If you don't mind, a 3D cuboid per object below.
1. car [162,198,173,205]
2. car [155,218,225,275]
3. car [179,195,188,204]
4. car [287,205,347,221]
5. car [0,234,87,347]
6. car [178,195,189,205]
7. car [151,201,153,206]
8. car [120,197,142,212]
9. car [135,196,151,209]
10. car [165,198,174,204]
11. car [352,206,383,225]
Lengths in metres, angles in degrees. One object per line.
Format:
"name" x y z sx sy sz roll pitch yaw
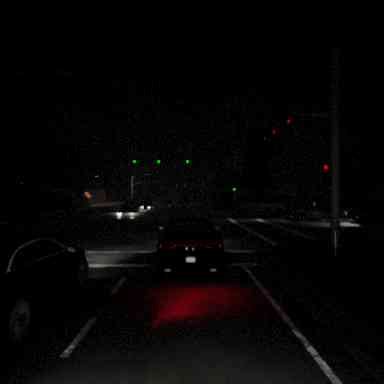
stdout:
"car" -5.335 2.094 71.801 2.128 1.511 4.902 0 0 -1
"car" -0.075 1.565 10.796 1.882 1.535 5.008 0 0 -1
"car" -2.087 1.876 81.906 2.150 2.045 5.566 0 0 -1
"car" 10.901 1.833 29.263 4.718 1.301 1.895 0 0 -2
"car" -3.490 1.544 6.371 2.128 1.511 4.902 0 0 -1
"car" -1.818 1.790 71.173 2.150 2.045 5.566 0 0 -1
"car" -8.678 2.074 64.106 1.994 1.385 4.181 0 0 -1
"car" -8.255 1.829 44.052 1.882 1.535 5.008 0 0 -1
"car" -8.481 1.652 54.039 2.150 2.045 5.566 0 0 -1
"car" -5.593 2.192 82.109 2.033 1.411 5.357 0 0 -1
"car" 14.793 1.768 25.870 4.181 1.385 1.994 0 0 -2
